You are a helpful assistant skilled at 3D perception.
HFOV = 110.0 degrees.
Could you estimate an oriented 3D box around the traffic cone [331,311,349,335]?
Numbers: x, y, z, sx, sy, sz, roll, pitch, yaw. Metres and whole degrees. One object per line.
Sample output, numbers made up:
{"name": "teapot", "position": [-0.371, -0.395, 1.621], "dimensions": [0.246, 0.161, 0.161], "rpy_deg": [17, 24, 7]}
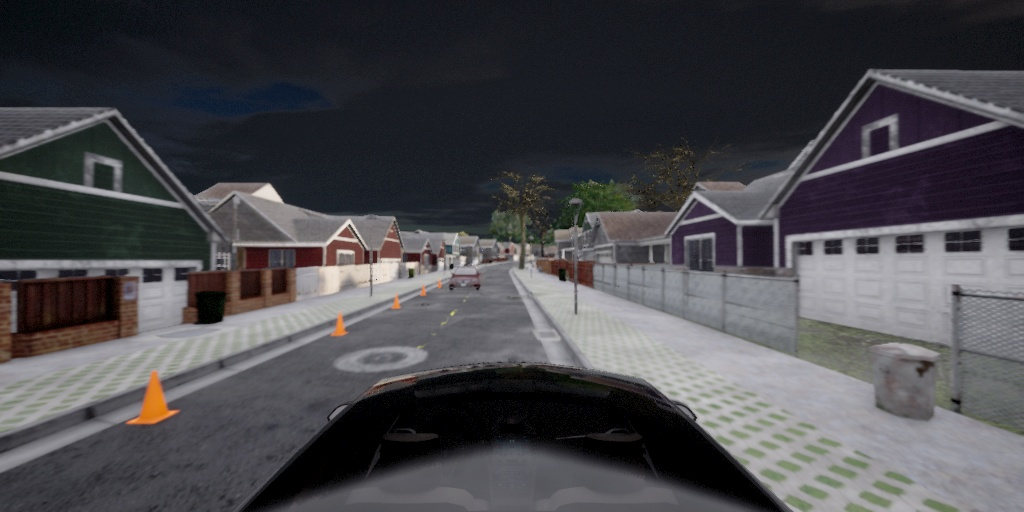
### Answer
{"name": "traffic cone", "position": [-4.536, 1.761, 9.460], "dimensions": [0.340, 0.580, 0.340], "rpy_deg": [0, 0, -1]}

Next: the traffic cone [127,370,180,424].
{"name": "traffic cone", "position": [-4.477, 1.730, 4.485], "dimensions": [0.340, 0.580, 0.340], "rpy_deg": [0, 0, 0]}

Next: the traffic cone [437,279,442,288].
{"name": "traffic cone", "position": [-4.938, 1.845, 24.423], "dimensions": [0.340, 0.580, 0.340], "rpy_deg": [0, 0, -2]}

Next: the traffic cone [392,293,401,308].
{"name": "traffic cone", "position": [-4.645, 1.791, 14.434], "dimensions": [0.340, 0.580, 0.340], "rpy_deg": [0, 0, -2]}

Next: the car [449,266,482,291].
{"name": "car", "position": [-2.890, 1.406, 23.042], "dimensions": [1.812, 1.442, 4.674], "rpy_deg": [0, 0, -2]}

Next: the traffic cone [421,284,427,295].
{"name": "traffic cone", "position": [-4.791, 1.819, 19.425], "dimensions": [0.340, 0.580, 0.340], "rpy_deg": [0, 0, -2]}
